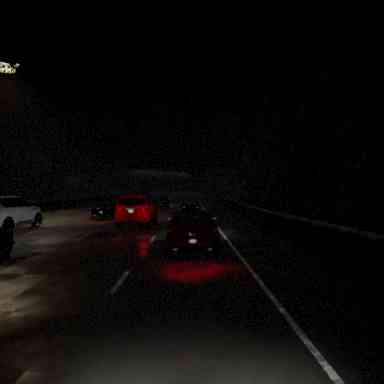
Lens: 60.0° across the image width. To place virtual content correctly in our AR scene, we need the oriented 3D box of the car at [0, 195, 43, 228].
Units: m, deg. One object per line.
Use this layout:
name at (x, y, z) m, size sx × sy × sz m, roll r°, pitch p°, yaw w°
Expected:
car at (-10.535, 1.204, 18.790) m, size 2.150 × 2.045 × 5.566 m, roll 0°, pitch 0°, yaw 0°

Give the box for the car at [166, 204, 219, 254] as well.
car at (0.006, 1.462, 13.463) m, size 1.882 × 1.535 × 5.008 m, roll 0°, pitch 0°, yaw 0°

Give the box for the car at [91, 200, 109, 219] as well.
car at (-7.108, 1.382, 28.391) m, size 1.882 × 1.535 × 5.008 m, roll 0°, pitch 1°, yaw 0°

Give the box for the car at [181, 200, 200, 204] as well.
car at (-0.144, 1.445, 33.088) m, size 1.895 × 1.301 × 4.718 m, roll 0°, pitch 1°, yaw 0°

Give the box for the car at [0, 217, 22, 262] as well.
car at (-6.962, 1.613, 9.266) m, size 1.895 × 1.301 × 4.718 m, roll 0°, pitch 0°, yaw 0°

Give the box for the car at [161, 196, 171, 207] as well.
car at (-3.709, 1.237, 41.659) m, size 2.128 × 1.511 × 4.902 m, roll 0°, pitch 1°, yaw 0°

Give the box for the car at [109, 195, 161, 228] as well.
car at (-3.565, 1.172, 21.987) m, size 2.150 × 2.045 × 5.566 m, roll 0°, pitch 1°, yaw 0°
